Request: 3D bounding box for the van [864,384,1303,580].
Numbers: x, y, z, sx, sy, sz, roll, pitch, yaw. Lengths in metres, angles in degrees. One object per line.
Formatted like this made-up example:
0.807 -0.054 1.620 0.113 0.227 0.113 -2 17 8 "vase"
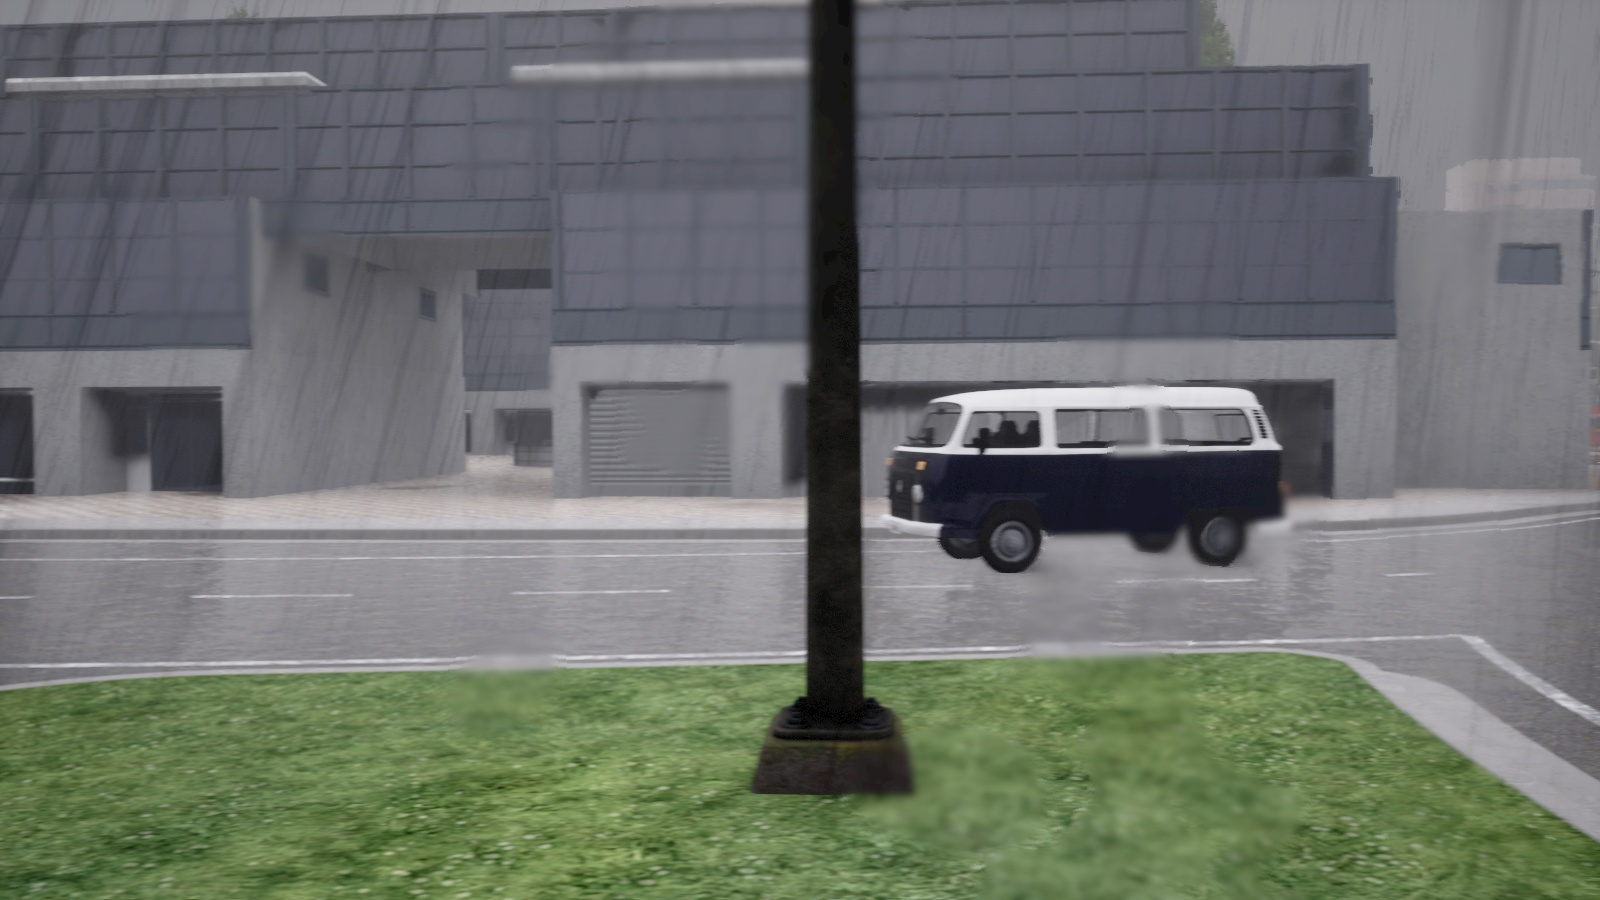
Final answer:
3.170 0.316 14.500 4.480 2.038 2.069 0 1 -12 "van"
